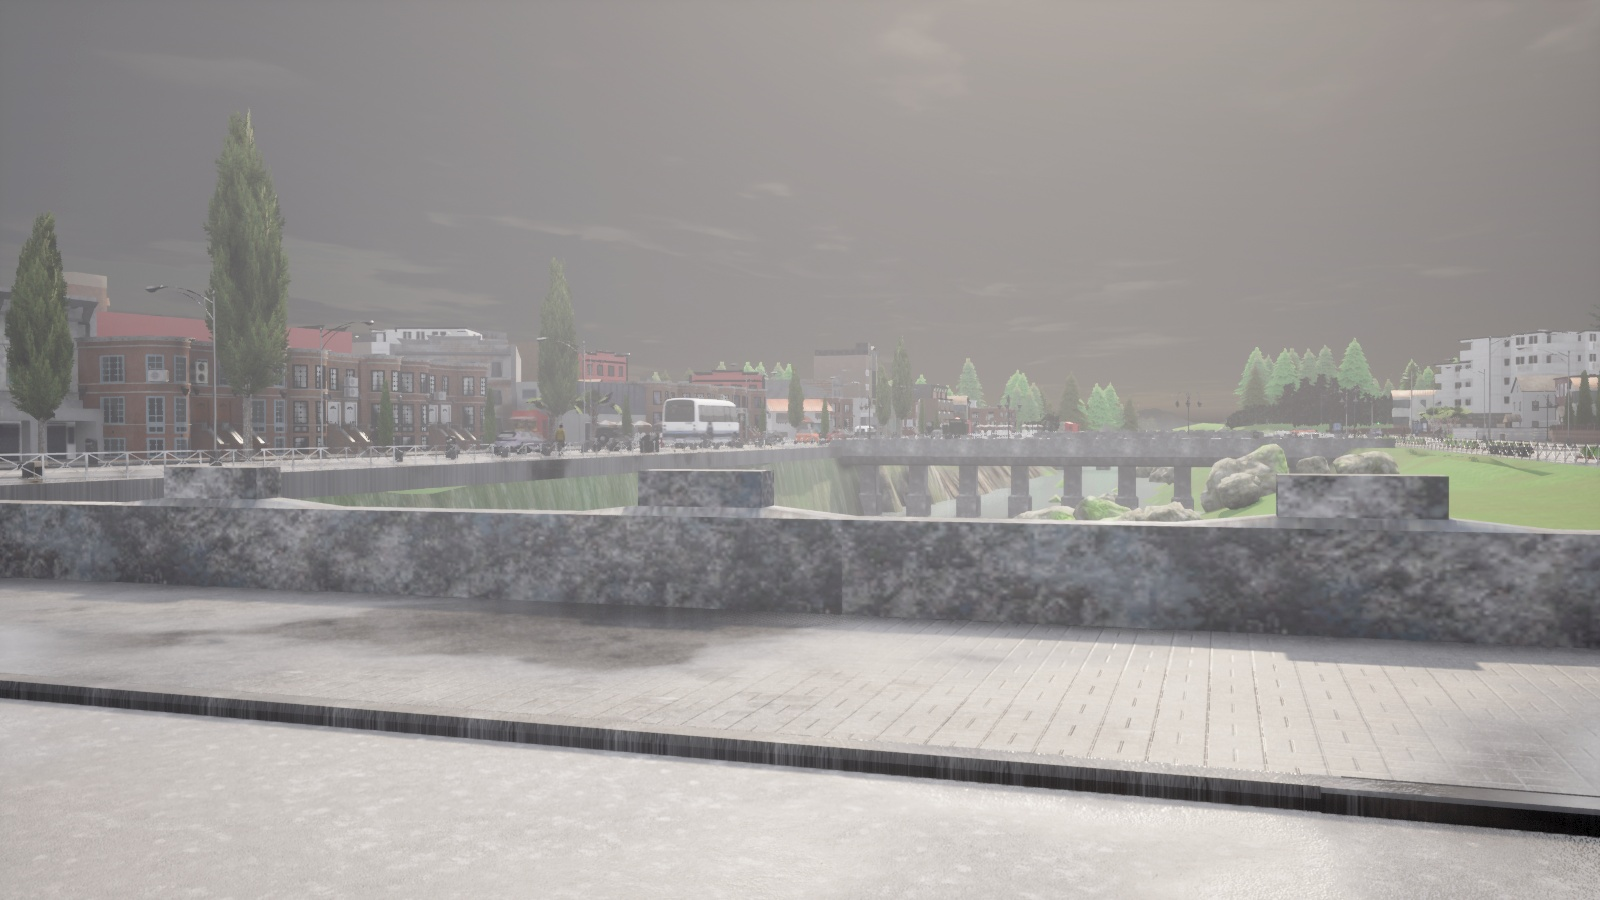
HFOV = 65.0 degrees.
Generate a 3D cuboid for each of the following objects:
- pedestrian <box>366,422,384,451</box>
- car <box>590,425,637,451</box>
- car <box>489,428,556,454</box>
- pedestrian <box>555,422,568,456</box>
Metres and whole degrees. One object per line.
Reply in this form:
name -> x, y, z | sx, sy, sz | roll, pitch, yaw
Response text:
pedestrian -> -27.728, -0.879, 81.926 | 0.634, 1.844, 0.899 | 1, 1, 24
car -> -13.779, -0.921, 93.160 | 1.905, 1.878, 3.866 | 1, 1, 19
car -> -17.853, -0.608, 81.037 | 2.033, 1.649, 4.856 | 1, 1, 19
pedestrian -> -13.010, -0.611, 68.587 | 0.431, 1.840, 0.709 | 0, 1, 17
